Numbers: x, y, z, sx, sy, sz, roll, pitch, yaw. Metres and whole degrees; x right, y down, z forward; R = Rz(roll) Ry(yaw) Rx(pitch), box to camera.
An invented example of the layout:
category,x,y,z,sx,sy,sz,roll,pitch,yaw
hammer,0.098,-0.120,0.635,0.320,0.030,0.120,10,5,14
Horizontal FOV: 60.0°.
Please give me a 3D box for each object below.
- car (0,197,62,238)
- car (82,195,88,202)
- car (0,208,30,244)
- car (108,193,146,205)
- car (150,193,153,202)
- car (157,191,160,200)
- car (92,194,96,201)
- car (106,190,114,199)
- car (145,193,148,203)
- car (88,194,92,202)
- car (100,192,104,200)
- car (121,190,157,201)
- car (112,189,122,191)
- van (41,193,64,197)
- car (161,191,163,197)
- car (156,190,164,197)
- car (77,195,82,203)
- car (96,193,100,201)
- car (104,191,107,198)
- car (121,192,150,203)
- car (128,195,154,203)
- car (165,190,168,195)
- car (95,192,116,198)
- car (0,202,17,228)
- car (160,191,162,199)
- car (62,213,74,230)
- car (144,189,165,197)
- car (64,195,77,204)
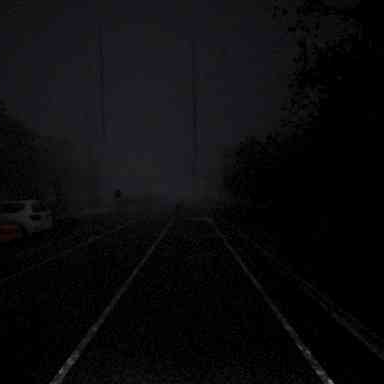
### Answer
category,x,y,z,sx,sy,sz,roll,pitch,yaw
car,-10.147,1.438,17.207,5.566,2.045,2.435,0,-1,0
car,-23.428,1.370,63.723,5.366,1.575,1.946,0,0,0
car,-10.316,1.652,14.428,5.366,1.575,1.946,0,-1,0
car,-10.193,1.374,52.573,4.792,1.488,2.163,0,0,0
car,-10.172,1.379,60.922,5.008,1.535,2.097,0,0,0
car,-10.071,1.135,74.863,4.553,1.767,2.185,0,1,0
car,-23.184,1.369,69.174,4.792,1.488,2.163,0,0,0
car,-22.938,0.996,85.903,5.366,1.575,1.946,0,2,0
car,-10.236,1.388,55.357,4.792,1.488,2.163,0,0,0
car,-23.413,1.358,66.519,5.366,1.575,1.946,0,0,0
car,-23.178,1.261,74.754,5.008,1.535,2.097,0,1,0
car,-10.191,1.124,63.715,5.566,2.045,2.435,0,0,0
car,-23.122,0.566,91.470,5.566,2.045,2.435,0,2,0
van,-23.175,1.118,52.560,4.442,1.987,1.878,1,0,0
car,-10.102,1.175,80.440,4.792,1.488,2.163,0,1,0
car,-10.089,0.951,83.223,4.553,1.767,2.185,0,2,0
car,-23.286,1.406,60.930,4.792,1.488,2.163,0,0,0
car,-23.193,1.304,71.964,5.008,1.535,2.097,0,1,0
car,-23.162,1.207,77.671,4.892,1.521,2.231,0,1,0
car,-10.223,1.247,58.143,4.553,1.767,2.185,0,0,0
car,-10.141,1.364,66.505,4.892,1.521,2.231,0,0,0
car,-10.007,0.813,91.579,5.008,1.535,2.097,0,2,0
car,-23.114,0.912,88.692,5.008,1.535,2.097,0,2,0
car,-14.528,1.637,23.288,2.097,1.767,4.553,0,-1,0
car,-10.059,1.237,77.653,4.792,1.488,2.163,0,1,0
car,-10.111,1.724,19.979,5.008,1.535,2.097,0,-1,0
car,-10.074,0.871,86.002,4.553,1.767,2.185,0,2,0
car,-23.276,1.409,58.018,4.674,1.452,2.002,0,0,0
